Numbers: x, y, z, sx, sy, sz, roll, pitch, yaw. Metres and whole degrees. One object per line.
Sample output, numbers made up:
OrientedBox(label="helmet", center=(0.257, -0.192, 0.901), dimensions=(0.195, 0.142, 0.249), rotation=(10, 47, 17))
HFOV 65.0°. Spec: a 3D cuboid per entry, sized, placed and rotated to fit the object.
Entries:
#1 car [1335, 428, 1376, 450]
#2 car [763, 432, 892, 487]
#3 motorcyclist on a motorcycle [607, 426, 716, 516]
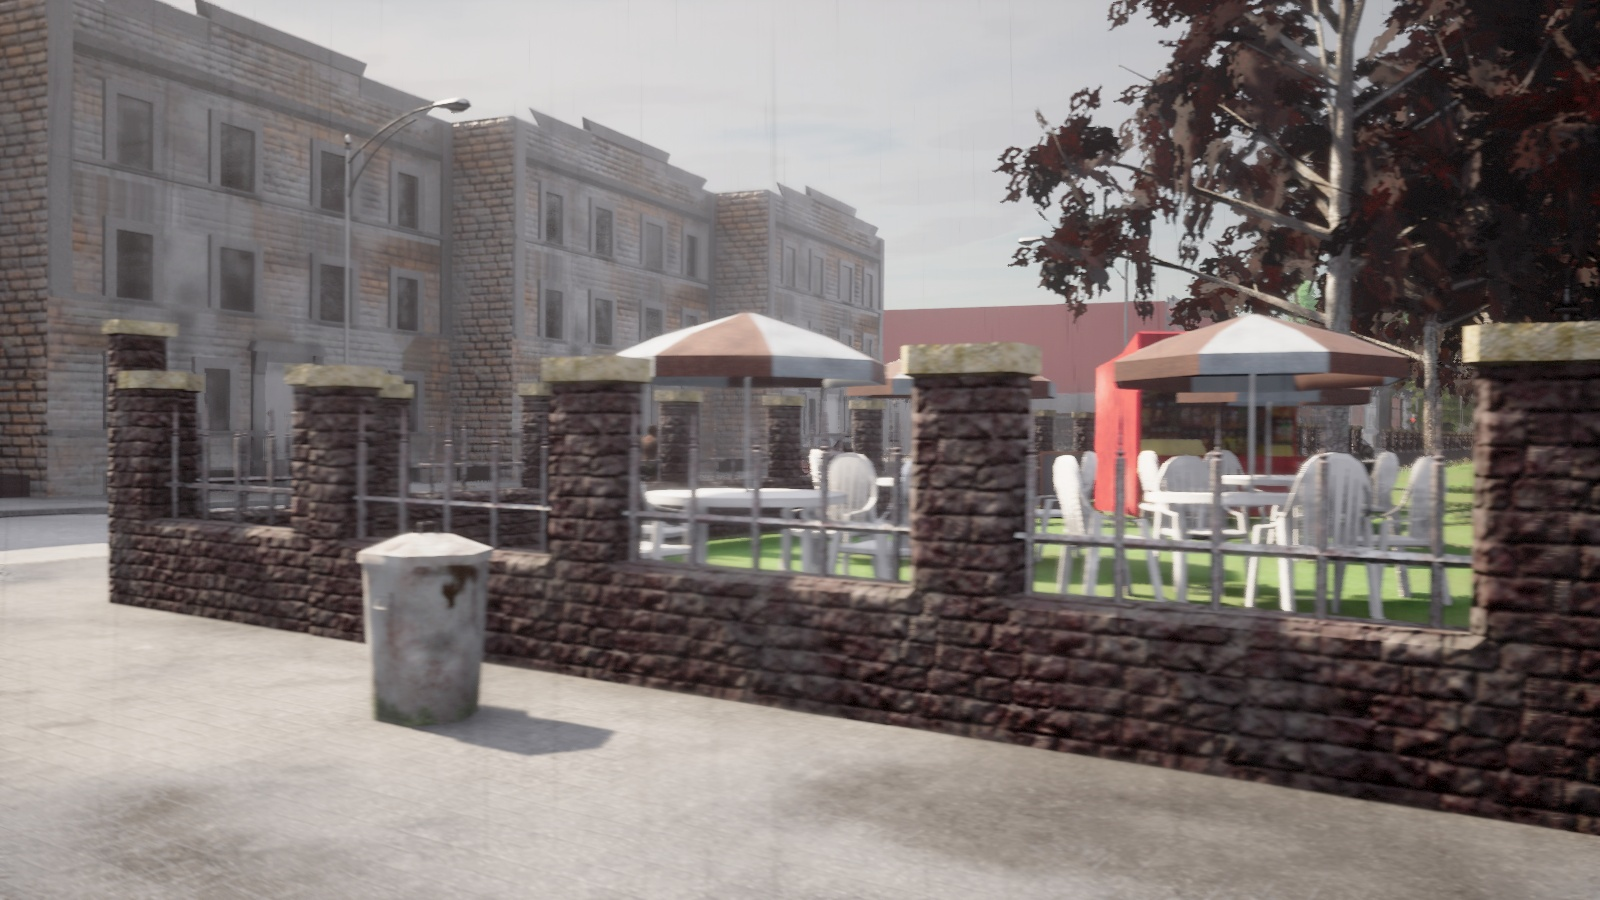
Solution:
OrientedBox(label="car", center=(37.465, -0.750, 84.643), dimensions=(1.816, 1.474, 4.193), rotation=(0, 1, 34))
OrientedBox(label="car", center=(0.869, 0.235, 36.774), dimensions=(1.816, 1.474, 4.193), rotation=(0, 1, 34))
OrientedBox(label="motorcyclist on a motorcycle", center=(-2.641, 0.375, 24.247), dimensions=(0.766, 1.649, 2.350), rotation=(0, 1, 34))
